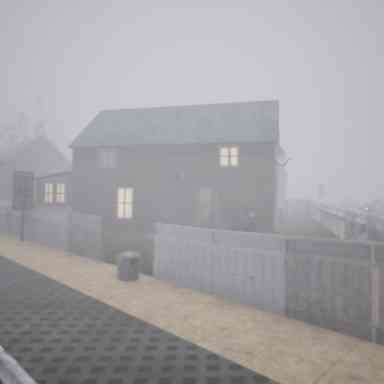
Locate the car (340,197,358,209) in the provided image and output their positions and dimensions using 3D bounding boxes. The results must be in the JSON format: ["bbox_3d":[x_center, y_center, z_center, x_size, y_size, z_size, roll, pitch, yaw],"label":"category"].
[{"bbox_3d":[25.120,1.977,53.833,2.033,1.411,5.357,1,0,17],"label":"car"}]

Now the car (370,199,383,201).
[{"bbox_3d":[26.798,1.784,48.092,2.097,1.767,4.553,1,0,17],"label":"car"}]

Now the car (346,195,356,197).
[{"bbox_3d":[34.138,1.767,71.366,2.150,2.045,5.566,0,0,18],"label":"car"}]

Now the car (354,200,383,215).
[{"bbox_3d":[20.679,1.949,38.719,1.895,1.301,4.718,1,0,16],"label":"car"}]
